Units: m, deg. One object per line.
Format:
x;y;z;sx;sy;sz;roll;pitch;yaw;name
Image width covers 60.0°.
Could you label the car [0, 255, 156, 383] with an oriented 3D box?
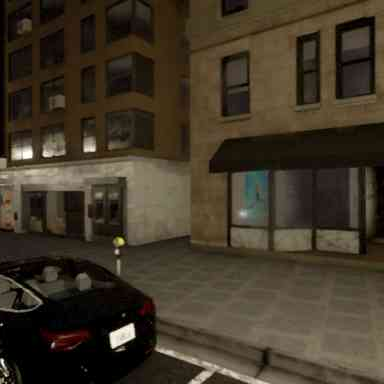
-2.446;1.611;4.805;4.313;1.339;1.947;-1;0;35;car
